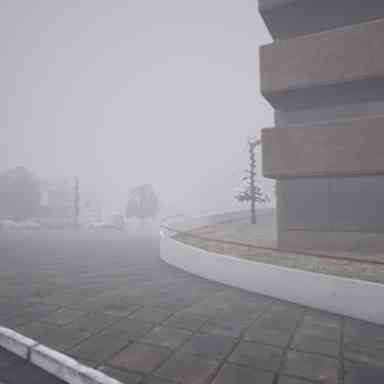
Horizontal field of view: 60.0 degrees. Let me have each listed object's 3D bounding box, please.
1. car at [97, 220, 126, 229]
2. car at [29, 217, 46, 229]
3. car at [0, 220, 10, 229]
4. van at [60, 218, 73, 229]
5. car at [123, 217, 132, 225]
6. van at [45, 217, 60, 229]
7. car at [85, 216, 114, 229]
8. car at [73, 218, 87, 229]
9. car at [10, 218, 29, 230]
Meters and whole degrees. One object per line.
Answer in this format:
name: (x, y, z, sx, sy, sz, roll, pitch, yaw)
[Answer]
car: (-15.395, 6.531, 63.838, 1.895, 1.301, 4.718, -2, -6, 25)
car: (-26.627, 5.137, 52.648, 5.366, 1.575, 1.946, 0, -6, 5)
car: (-29.000, 4.603, 47.172, 4.674, 1.452, 2.002, 0, -6, 5)
van: (-23.754, 5.490, 58.098, 4.442, 1.987, 1.878, 0, -6, 5)
car: (-18.775, 8.462, 90.682, 2.163, 1.488, 4.792, 0, 1, 10)
van: (-25.039, 5.202, 55.370, 4.442, 1.987, 1.878, 0, -6, 5)
car: (-18.761, 6.615, 68.986, 5.566, 2.045, 2.435, 0, -6, 5)
car: (-22.581, 6.003, 60.797, 4.892, 1.521, 2.231, 0, -6, 5)
car: (-27.730, 4.892, 49.906, 4.674, 1.452, 2.002, 0, -6, 5)
